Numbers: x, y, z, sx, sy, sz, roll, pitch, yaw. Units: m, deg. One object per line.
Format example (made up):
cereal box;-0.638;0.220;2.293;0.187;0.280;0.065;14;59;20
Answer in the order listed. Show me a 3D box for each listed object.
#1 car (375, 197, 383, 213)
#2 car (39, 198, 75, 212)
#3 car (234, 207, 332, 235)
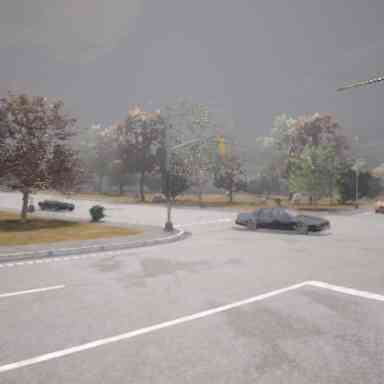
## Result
car;20.660;1.245;34.843;2.097;1.767;4.553;0;0;39
car;-14.517;1.358;35.773;4.718;1.301;1.895;2;2;40
car;5.076;1.579;19.190;5.357;1.411;2.033;0;0;40
